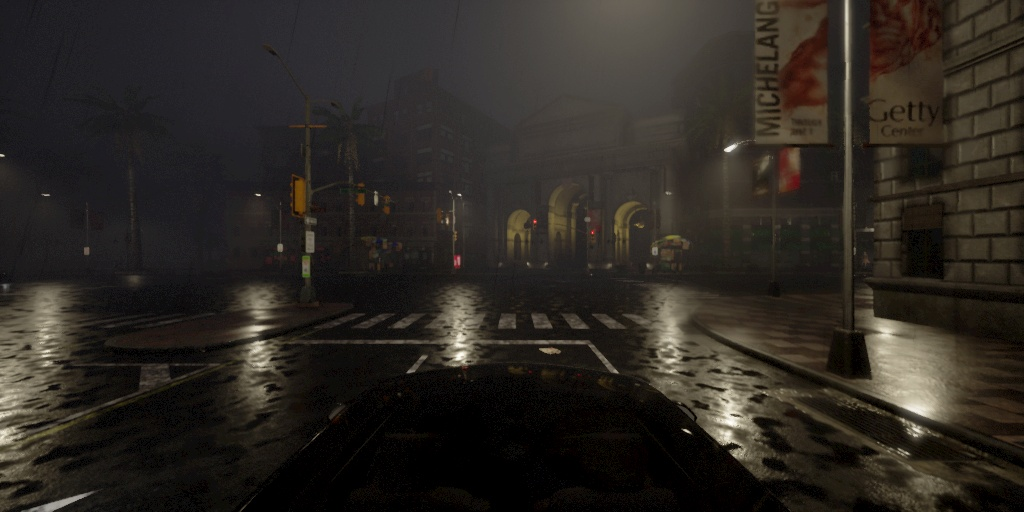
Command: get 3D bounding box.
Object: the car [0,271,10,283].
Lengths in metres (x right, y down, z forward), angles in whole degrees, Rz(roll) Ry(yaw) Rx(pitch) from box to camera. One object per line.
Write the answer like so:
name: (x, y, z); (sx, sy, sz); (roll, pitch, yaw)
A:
car: (-38.875, 1.341, 25.271); (4.718, 1.301, 1.895); (0, 0, 0)
